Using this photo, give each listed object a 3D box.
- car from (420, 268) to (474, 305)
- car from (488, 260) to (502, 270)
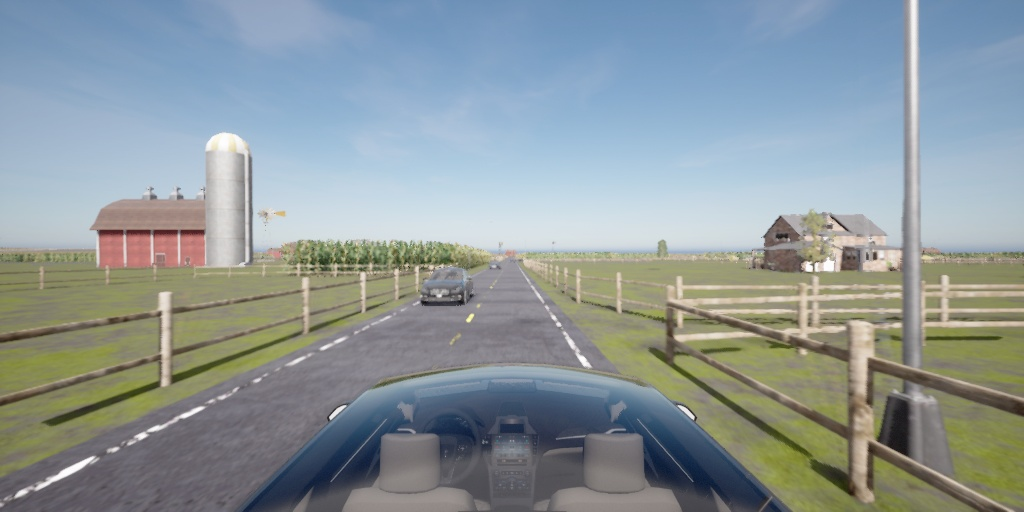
[{"bbox_3d":[-2.844,1.308,16.465,1.837,1.490,4.892,0,0,0],"label":"car"},{"bbox_3d":[-2.780,1.451,58.098,1.812,1.442,4.674,0,0,1],"label":"car"}]
